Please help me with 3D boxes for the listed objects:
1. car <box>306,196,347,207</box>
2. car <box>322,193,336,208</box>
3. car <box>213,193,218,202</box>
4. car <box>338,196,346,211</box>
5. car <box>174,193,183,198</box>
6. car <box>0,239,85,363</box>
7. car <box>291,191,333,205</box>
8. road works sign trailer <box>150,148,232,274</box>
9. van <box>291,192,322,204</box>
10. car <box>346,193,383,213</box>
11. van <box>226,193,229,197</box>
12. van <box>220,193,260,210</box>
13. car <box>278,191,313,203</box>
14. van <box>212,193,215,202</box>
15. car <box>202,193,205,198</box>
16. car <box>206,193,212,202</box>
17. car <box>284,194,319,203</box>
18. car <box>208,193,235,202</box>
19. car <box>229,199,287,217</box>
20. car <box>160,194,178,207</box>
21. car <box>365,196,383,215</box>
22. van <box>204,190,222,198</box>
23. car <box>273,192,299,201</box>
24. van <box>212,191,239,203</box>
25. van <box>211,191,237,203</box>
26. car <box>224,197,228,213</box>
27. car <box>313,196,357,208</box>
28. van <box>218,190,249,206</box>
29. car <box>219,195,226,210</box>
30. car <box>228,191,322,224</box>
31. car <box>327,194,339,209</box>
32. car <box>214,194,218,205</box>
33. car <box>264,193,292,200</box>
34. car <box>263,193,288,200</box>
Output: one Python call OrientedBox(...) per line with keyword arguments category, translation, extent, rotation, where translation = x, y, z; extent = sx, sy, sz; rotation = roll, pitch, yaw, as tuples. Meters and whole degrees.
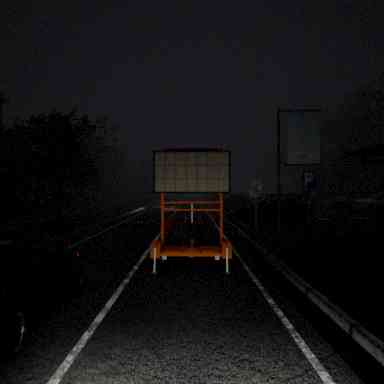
OrientedBox(category="car", translation=(18.705, 1.280, 46.401), extent=(4.792, 1.488, 2.163), rotation=(0, 1, 0))
OrientedBox(category="car", translation=(18.881, 1.294, 40.847), extent=(5.366, 1.575, 1.946), rotation=(0, 0, 0))
OrientedBox(category="car", translation=(5.596, 1.297, 45.704), extent=(4.674, 1.452, 2.002), rotation=(0, 1, 0))
OrientedBox(category="car", translation=(18.711, 1.334, 35.291), extent=(4.892, 1.521, 2.231), rotation=(0, 0, 0))
OrientedBox(category="car", translation=(-3.443, 0.530, 83.652), extent=(2.150, 2.045, 5.566), rotation=(0, 0, 0))
OrientedBox(category="car", translation=(-3.363, 1.553, 5.700), extent=(1.994, 1.385, 4.181), rotation=(0, 0, 0))
OrientedBox(category="car", translation=(18.684, 0.940, 51.949), extent=(5.566, 2.045, 2.435), rotation=(0, 1, 0))
OrientedBox(category="road works sign trailer", translation=(0.002, 0.435, 10.495), extent=(2.380, 3.560, 2.880), rotation=(0, 0, 2))
OrientedBox(category="van", translation=(18.762, 0.930, 54.726), extent=(4.442, 1.987, 1.878), rotation=(0, 1, 0))
OrientedBox(category="car", translation=(18.699, 1.095, 32.515), extent=(5.566, 2.045, 2.435), rotation=(0, 0, 0))
OrientedBox(category="van", translation=(5.767, 1.124, 31.681), extent=(4.442, 1.987, 1.878), rotation=(0, 0, 0))
OrientedBox(category="van", translation=(5.736, 1.075, 40.092), extent=(4.442, 1.987, 1.878), rotation=(0, 0, 0))
OrientedBox(category="car", translation=(18.654, 0.833, 60.276), extent=(5.566, 2.045, 2.435), rotation=(0, 1, 0))
OrientedBox(category="van", translation=(5.695, 0.972, 51.312), extent=(4.442, 1.987, 1.878), rotation=(0, 1, 0))
OrientedBox(category="car", translation=(5.477, 0.694, 70.931), extent=(5.566, 2.045, 2.435), rotation=(0, 1, 0))
OrientedBox(category="car", translation=(5.540, 0.911, 54.112), extent=(5.566, 2.045, 2.435), rotation=(0, 1, 0))
OrientedBox(category="car", translation=(18.821, 1.117, 57.504), extent=(5.366, 1.575, 1.946), rotation=(0, 1, 0))
OrientedBox(category="car", translation=(5.531, 1.055, 62.526), extent=(4.892, 1.521, 2.231), rotation=(0, 1, 0))
OrientedBox(category="car", translation=(5.664, 1.404, 28.878), extent=(4.674, 1.452, 2.002), rotation=(0, 0, 0))
OrientedBox(category="car", translation=(-3.457, 1.330, 46.902), extent=(1.895, 1.301, 4.718), rotation=(0, 1, 0))
OrientedBox(category="car", translation=(18.743, 1.360, 29.741), extent=(5.008, 1.535, 2.097), rotation=(0, 0, 0))
OrientedBox(category="van", translation=(5.338, 0.540, 84.946), extent=(4.442, 1.987, 1.878), rotation=(0, 1, 0))
OrientedBox(category="car", translation=(18.636, 0.887, 65.829), extent=(4.553, 1.767, 2.185), rotation=(0, 1, 0))
OrientedBox(category="van", translation=(5.674, 0.900, 56.917), extent=(4.442, 1.987, 1.878), rotation=(0, 1, 0))
OrientedBox(category="van", translation=(5.664, 0.864, 59.720), extent=(4.442, 1.987, 1.878), rotation=(0, 1, 0))
OrientedBox(category="car", translation=(5.486, 1.375, 26.074), extent=(5.366, 1.575, 1.946), rotation=(0, 0, 0))
OrientedBox(category="car", translation=(18.657, 1.308, 43.618), extent=(4.792, 1.488, 2.163), rotation=(0, 1, 0))
OrientedBox(category="van", translation=(5.513, 1.094, 37.290), extent=(4.442, 1.987, 1.878), rotation=(0, 0, 0))
OrientedBox(category="car", translation=(5.635, 1.335, 34.485), extent=(5.008, 1.535, 2.097), rotation=(0, 0, 0))
OrientedBox(category="car", translation=(5.653, 1.140, 23.270), extent=(5.566, 2.045, 2.435), rotation=(0, 0, 0))
OrientedBox(category="car", translation=(18.701, 1.316, 38.069), extent=(5.008, 1.535, 2.097), rotation=(0, 0, 0))
OrientedBox(category="car", translation=(5.639, 1.312, 42.897), extent=(4.792, 1.488, 2.163), rotation=(0, 0, 0))
OrientedBox(category="car", translation=(18.399, 0.938, 71.380), extent=(5.366, 1.575, 1.946), rotation=(0, 1, 0))
OrientedBox(category="car", translation=(18.580, 0.907, 74.157), extent=(4.892, 1.521, 2.231), rotation=(0, 1, 0))
